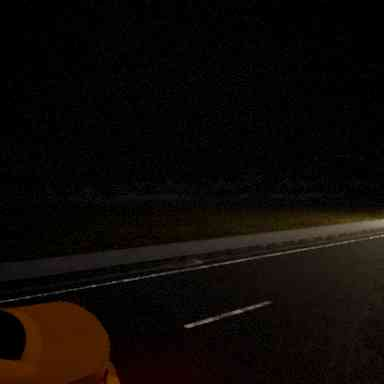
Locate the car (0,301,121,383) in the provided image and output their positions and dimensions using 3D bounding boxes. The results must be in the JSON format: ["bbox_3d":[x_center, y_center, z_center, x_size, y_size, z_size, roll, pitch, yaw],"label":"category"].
[{"bbox_3d":[-2.865,1.489,1.643,5.008,1.535,1.882,-1,0,-36],"label":"car"}]
